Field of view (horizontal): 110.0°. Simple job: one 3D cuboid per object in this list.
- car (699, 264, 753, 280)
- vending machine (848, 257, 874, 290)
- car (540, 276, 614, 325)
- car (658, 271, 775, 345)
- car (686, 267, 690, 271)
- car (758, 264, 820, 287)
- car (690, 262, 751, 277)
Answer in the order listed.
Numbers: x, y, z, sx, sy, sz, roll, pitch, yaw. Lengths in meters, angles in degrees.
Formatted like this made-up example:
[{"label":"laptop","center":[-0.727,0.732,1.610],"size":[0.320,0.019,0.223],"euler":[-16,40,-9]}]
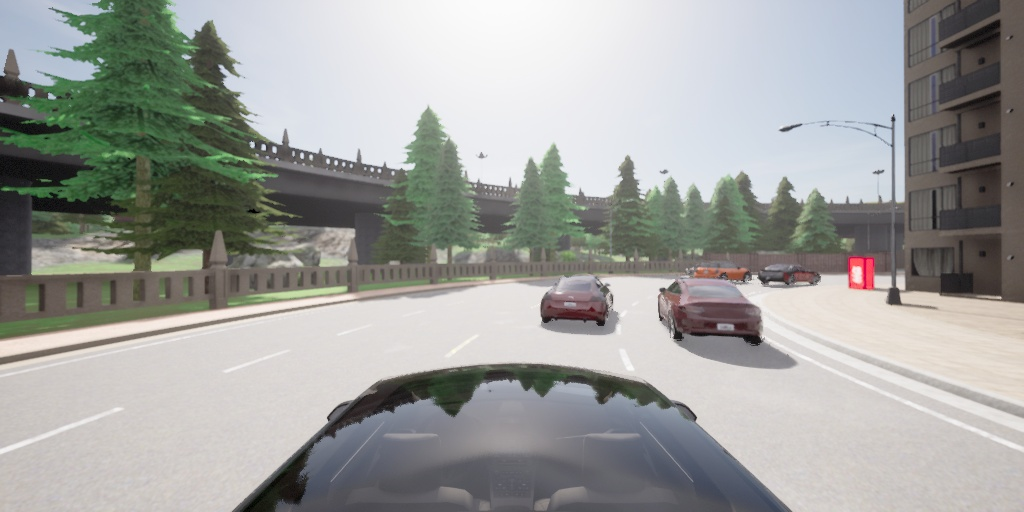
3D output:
[{"label":"car","center":[19.849,1.451,33.249],"size":[4.181,1.385,1.994],"euler":[0,0,-16]},{"label":"vending machine","center":[20.468,1.034,21.011],"size":[0.880,2.100,1.100],"euler":[0,0,-26]},{"label":"car","center":[2.326,1.358,12.157],"size":[1.994,1.385,4.181],"euler":[0,0,19]},{"label":"car","center":[5.085,1.310,9.651],"size":[1.812,1.442,4.674],"euler":[0,0,16]},{"label":"car","center":[20.248,1.393,36.968],"size":[4.902,1.511,2.128],"euler":[0,0,-15]},{"label":"car","center":[19.941,1.348,25.767],"size":[4.902,1.511,2.128],"euler":[0,0,-24]},{"label":"car","center":[16.415,1.216,27.884],"size":[4.553,1.767,2.097],"euler":[0,0,-29]}]
